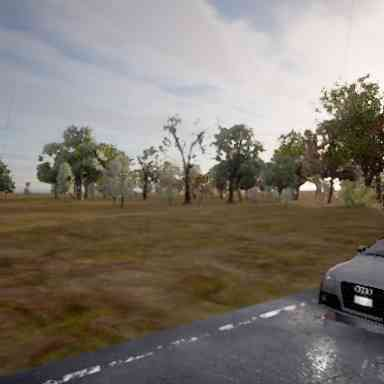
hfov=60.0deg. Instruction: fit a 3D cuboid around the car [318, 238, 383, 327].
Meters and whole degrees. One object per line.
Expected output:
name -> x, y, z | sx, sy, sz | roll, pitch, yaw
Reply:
car -> 4.370, 1.570, 6.494 | 4.181, 1.385, 1.994 | 0, 0, -35
